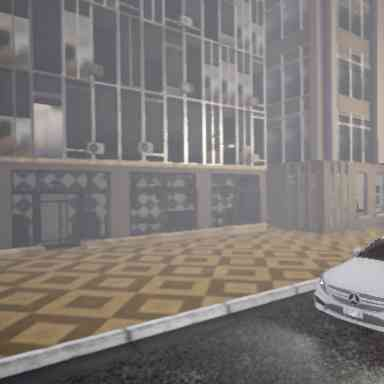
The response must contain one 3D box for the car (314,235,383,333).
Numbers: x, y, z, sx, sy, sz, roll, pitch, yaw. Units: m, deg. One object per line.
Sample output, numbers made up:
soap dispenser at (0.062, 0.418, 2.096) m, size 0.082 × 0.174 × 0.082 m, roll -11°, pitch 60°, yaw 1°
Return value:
car at (4.299, 1.523, 6.322) m, size 4.674 × 1.442 × 1.812 m, roll 0°, pitch 0°, yaw -36°
